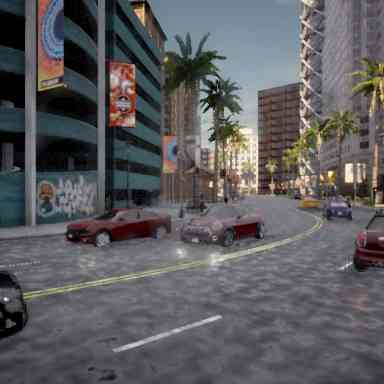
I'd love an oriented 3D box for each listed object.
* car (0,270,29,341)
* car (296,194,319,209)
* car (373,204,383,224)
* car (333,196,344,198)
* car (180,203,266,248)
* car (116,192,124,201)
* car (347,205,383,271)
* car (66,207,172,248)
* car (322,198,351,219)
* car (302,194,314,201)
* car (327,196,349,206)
[{"bbox_3d":[-4.571,1.558,4.529,4.181,1.385,1.994,0,0,-33],"label":"car"},{"bbox_3d":[15.609,1.450,44.503,1.882,1.535,5.008,0,0,10],"label":"car"},{"bbox_3d":[14.698,1.589,24.204,1.895,1.301,4.718,0,0,19],"label":"car"},{"bbox_3d":[18.820,1.480,42.596,1.837,1.490,4.892,0,0,10],"label":"car"},{"bbox_3d":[1.511,1.341,14.988,2.097,1.767,4.553,0,0,38],"label":"car"},{"bbox_3d":[-11.626,0.978,53.577,2.435,2.045,5.566,0,0,10],"label":"car"},{"bbox_3d":[6.550,1.348,10.069,2.097,1.767,4.553,0,0,41],"label":"car"},{"bbox_3d":[-3.095,1.464,14.974,1.882,1.535,5.008,1,0,43],"label":"car"},{"bbox_3d":[12.268,1.509,28.307,1.812,1.442,4.674,0,0,16],"label":"car"},{"bbox_3d":[29.243,1.301,83.729,2.185,1.767,4.553,0,0,10],"label":"car"},{"bbox_3d":[24.054,1.449,54.816,2.231,1.521,4.892,0,0,10],"label":"car"}]
